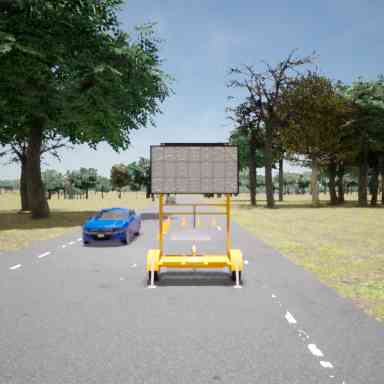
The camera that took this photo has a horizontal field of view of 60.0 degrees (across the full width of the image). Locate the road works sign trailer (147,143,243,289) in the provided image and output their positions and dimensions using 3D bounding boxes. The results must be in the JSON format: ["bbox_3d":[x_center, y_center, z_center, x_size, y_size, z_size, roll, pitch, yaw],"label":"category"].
[{"bbox_3d":[0.067,0.461,9.161,2.380,3.560,2.880,0,0,0],"label":"road works sign trailer"}]

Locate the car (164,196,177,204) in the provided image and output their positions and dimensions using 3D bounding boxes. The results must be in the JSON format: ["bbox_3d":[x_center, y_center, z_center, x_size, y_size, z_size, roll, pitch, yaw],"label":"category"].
[{"bbox_3d":[-3.764,1.553,58.507,1.837,1.490,4.892,0,0,0],"label":"car"}]

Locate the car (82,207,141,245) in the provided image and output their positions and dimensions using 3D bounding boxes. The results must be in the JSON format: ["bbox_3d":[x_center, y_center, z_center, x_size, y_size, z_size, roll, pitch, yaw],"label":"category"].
[{"bbox_3d":[-3.640,1.474,15.768,1.882,1.535,5.008,0,0,0],"label":"car"}]
